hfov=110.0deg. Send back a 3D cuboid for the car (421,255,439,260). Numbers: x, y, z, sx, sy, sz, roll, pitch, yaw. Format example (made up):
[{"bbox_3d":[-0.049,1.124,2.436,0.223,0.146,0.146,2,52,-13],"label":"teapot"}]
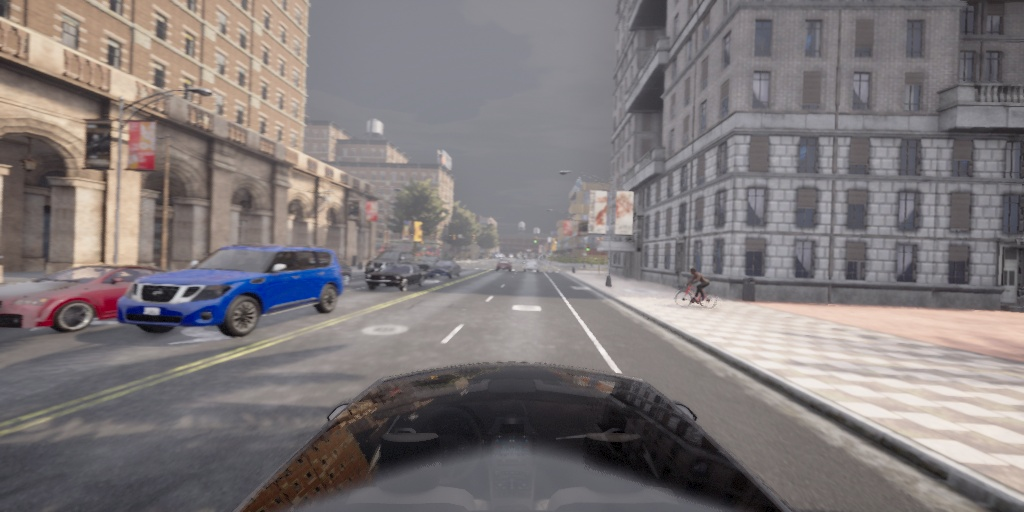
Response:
[{"bbox_3d":[-8.610,0.759,37.448,2.097,1.767,4.553,2,0,3],"label":"car"}]

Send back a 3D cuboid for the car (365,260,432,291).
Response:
[{"bbox_3d":[-6.169,1.110,19.658,1.895,1.301,4.718,2,0,3],"label":"car"}]

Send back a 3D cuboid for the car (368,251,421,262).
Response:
[{"bbox_3d":[-9.172,0.613,27.641,2.150,2.045,5.566,2,0,4],"label":"car"}]

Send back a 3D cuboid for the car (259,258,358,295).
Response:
[{"bbox_3d":[-9.777,0.880,17.797,1.837,1.490,4.892,2,0,4],"label":"car"}]

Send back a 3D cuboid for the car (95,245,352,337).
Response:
[{"bbox_3d":[-6.754,0.714,9.658,2.150,2.045,5.566,2,0,3],"label":"car"}]

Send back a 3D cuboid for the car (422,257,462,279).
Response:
[{"bbox_3d":[-5.528,1.074,30.274,2.033,1.411,5.357,2,0,4],"label":"car"}]

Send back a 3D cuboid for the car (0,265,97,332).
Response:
[{"bbox_3d":[-10.308,0.925,9.050,1.994,1.385,4.181,2,0,3],"label":"car"}]

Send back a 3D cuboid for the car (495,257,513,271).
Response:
[{"bbox_3d":[-0.990,1.211,46.759,1.812,1.442,4.674,2,0,3],"label":"car"}]

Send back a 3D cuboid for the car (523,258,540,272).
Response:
[{"bbox_3d":[2.575,1.343,47.980,1.812,1.442,4.674,2,0,3],"label":"car"}]

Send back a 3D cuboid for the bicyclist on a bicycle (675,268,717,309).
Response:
[{"bbox_3d":[7.456,1.320,14.513,1.656,1.620,0.582,2,0,3],"label":"bicyclist on a bicycle"}]
